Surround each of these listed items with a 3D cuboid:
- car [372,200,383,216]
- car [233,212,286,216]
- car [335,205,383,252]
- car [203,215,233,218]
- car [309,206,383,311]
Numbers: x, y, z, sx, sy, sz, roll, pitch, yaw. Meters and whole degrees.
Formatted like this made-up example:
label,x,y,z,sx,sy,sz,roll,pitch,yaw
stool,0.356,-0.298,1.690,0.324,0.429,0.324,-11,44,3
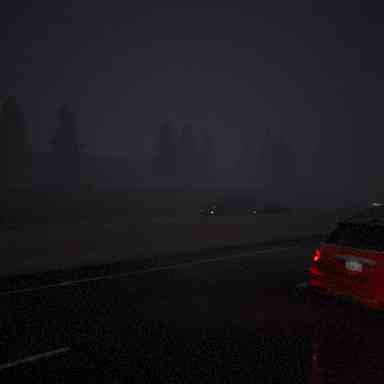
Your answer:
label,x,y,z,sx,sy,sz,roll,pitch,yaw
car,18.498,1.409,30.478,4.718,1.301,1.895,0,0,-39
car,5.673,1.413,25.254,4.674,1.442,1.812,0,0,-36
car,8.413,1.404,14.055,4.902,1.511,2.128,0,0,-35
car,3.063,1.113,27.663,5.566,2.045,2.150,0,0,-35
car,4.569,1.306,7.041,4.553,1.767,2.097,0,0,-35
